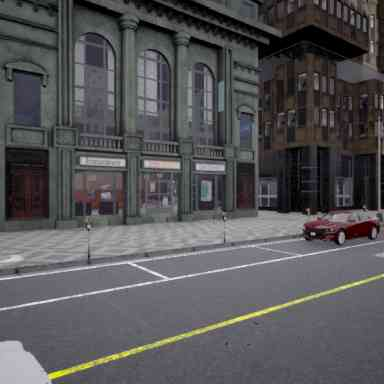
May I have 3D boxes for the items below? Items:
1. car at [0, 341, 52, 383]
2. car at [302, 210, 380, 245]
[{"bbox_3d":[-2.909,1.601,1.247,4.718,1.301,1.895,0,0,-35],"label":"car"},{"bbox_3d":[6.996,1.547,15.505,4.507,1.381,1.887,0,0,-35],"label":"car"}]
